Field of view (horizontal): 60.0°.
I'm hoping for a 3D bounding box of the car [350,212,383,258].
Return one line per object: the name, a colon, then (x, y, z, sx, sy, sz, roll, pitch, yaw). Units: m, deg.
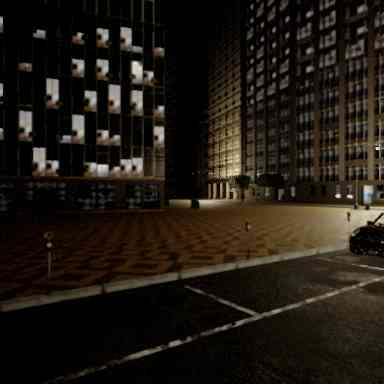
car: (7.404, 1.407, 11.841, 4.097, 1.590, 1.967, 0, 0, -36)
